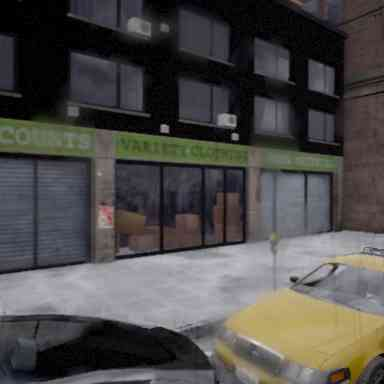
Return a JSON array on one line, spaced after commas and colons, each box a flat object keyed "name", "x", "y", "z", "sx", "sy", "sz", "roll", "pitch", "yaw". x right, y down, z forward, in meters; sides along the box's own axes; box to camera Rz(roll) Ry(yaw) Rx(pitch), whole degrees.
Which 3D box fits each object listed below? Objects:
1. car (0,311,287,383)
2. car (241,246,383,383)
[{"name": "car", "x": -1.739, "y": 1.546, "z": 1.587, "sx": 4.313, "sy": 1.339, "sz": 1.947, "roll": 0, "pitch": 0, "yaw": -36}, {"name": "car", "x": 2.487, "y": 1.504, "z": 4.690, "sx": 4.829, "sy": 1.417, "sz": 1.752, "roll": 0, "pitch": 0, "yaw": -36}]
